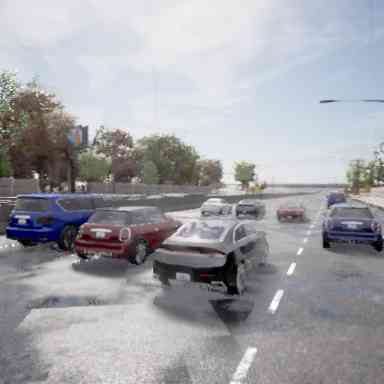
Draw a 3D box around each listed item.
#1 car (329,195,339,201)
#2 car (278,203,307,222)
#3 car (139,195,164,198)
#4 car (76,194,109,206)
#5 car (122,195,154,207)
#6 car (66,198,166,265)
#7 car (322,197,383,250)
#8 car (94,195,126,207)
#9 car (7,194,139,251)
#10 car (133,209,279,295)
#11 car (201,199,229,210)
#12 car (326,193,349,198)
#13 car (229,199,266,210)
[{"bbox_3d":[33.181,1.374,77.890,1.994,1.385,4.181,1,0,23],"label":"car"},{"bbox_3d":[7.802,1.487,25.670,1.895,1.301,4.718,1,0,23],"label":"car"},{"bbox_3d":[-4.660,1.207,41.779,1.812,1.442,4.674,1,0,23],"label":"car"},{"bbox_3d":[-13.938,1.100,46.787,1.812,1.442,4.674,1,0,23],"label":"car"},{"bbox_3d":[-7.174,1.147,44.832,1.837,1.490,4.892,1,0,23],"label":"car"},{"bbox_3d":[-1.830,1.254,11.615,2.097,1.767,4.553,1,0,23],"label":"car"},{"bbox_3d":[6.802,1.304,14.405,2.097,1.767,4.553,1,0,23],"label":"car"},{"bbox_3d":[-10.981,1.175,44.796,1.994,1.385,4.181,1,0,23],"label":"car"},{"bbox_3d":[-4.725,1.086,13.762,2.150,2.045,5.566,1,0,23],"label":"car"},{"bbox_3d":[0.762,1.434,8.732,2.128,1.511,4.902,1,0,23],"label":"car"},{"bbox_3d":[2.286,1.335,30.645,1.812,1.442,4.674,1,0,23],"label":"car"},{"bbox_3d":[18.604,1.085,42.802,2.150,2.045,5.566,1,0,23],"label":"car"},{"bbox_3d":[5.066,1.339,28.204,2.128,1.511,4.902,1,0,23],"label":"car"}]
